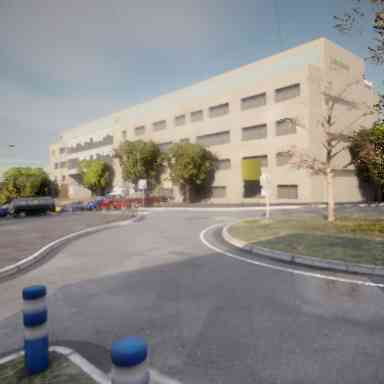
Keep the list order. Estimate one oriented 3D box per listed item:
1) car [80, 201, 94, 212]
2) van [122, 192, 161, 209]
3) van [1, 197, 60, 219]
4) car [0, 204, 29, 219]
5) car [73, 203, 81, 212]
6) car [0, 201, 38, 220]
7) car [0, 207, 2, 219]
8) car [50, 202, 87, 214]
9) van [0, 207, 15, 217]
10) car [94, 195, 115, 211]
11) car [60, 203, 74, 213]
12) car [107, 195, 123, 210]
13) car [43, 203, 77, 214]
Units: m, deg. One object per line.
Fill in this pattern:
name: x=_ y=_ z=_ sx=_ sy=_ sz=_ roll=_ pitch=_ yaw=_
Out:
car: x=-12.080 y=1.513 z=46.631 sx=2.435 sy=2.045 sz=5.566 roll=-6 pitch=-2 yaw=43
van: x=-5.851 y=1.010 z=41.082 sx=1.878 sy=1.987 sz=4.442 roll=-4 pitch=-1 yaw=43
van: x=-16.198 y=1.603 z=33.546 sx=1.878 sy=1.987 sz=4.442 roll=-4 pitch=-1 yaw=43
car: x=-22.448 y=2.400 z=39.233 sx=1.946 sy=1.575 sz=5.366 roll=-6 pitch=-2 yaw=43
car: x=-14.106 y=1.991 z=48.515 sx=2.163 sy=1.488 sz=4.792 roll=-6 pitch=-2 yaw=43
car: x=-20.172 y=2.063 z=37.420 sx=2.185 sy=1.767 sz=4.553 roll=-5 pitch=-2 yaw=43
car: x=-18.143 y=1.997 z=35.502 sx=2.097 sy=1.535 sz=5.008 roll=-5 pitch=-1 yaw=43
car: x=-20.106 y=2.543 z=54.345 sx=1.946 sy=1.575 sz=5.366 roll=-6 pitch=-2 yaw=43
van: x=-42.690 y=4.494 z=75.094 sx=1.878 sy=1.987 sz=4.442 roll=-6 pitch=-2 yaw=43
car: x=-10.037 y=1.573 z=44.796 sx=2.097 sy=1.535 sz=5.008 roll=-6 pitch=-2 yaw=42
car: x=-18.161 y=2.383 z=52.339 sx=2.163 sy=1.488 sz=4.792 roll=-5 pitch=-2 yaw=43
car: x=-7.938 y=1.422 z=42.901 sx=2.163 sy=1.488 sz=4.792 roll=-5 pitch=-1 yaw=43
car: x=-22.257 y=2.778 z=56.120 sx=2.163 sy=1.488 sz=4.792 roll=-5 pitch=-2 yaw=43
